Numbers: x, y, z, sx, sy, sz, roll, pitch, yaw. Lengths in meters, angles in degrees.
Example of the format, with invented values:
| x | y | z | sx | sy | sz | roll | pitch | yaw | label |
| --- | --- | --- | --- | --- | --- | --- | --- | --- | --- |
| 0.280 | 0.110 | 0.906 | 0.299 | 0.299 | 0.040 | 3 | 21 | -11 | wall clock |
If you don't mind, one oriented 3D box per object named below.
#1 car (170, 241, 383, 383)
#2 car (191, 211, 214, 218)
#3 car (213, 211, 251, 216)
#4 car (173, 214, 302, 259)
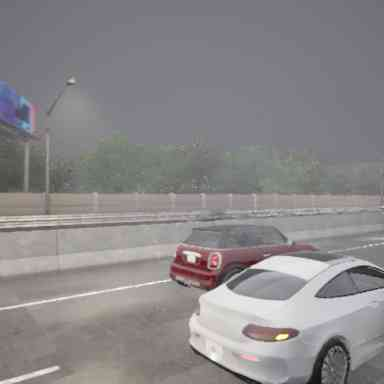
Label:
| x | y | z | sx | sy | sz | roll | pitch | yaw | label |
| --- | --- | --- | --- | --- | --- | --- | --- | --- | --- |
| 2.121 | 1.689 | 5.261 | 4.674 | 1.442 | 1.812 | 1 | -2 | -36 | car |
| 1.721 | 2.562 | 31.199 | 4.892 | 1.490 | 1.837 | 1 | -2 | -36 | car |
| 4.304 | 2.506 | 28.751 | 4.181 | 1.385 | 1.994 | 1 | -2 | -36 | car |
| 1.704 | 1.658 | 9.295 | 4.553 | 1.767 | 2.097 | 1 | -2 | -36 | car |
